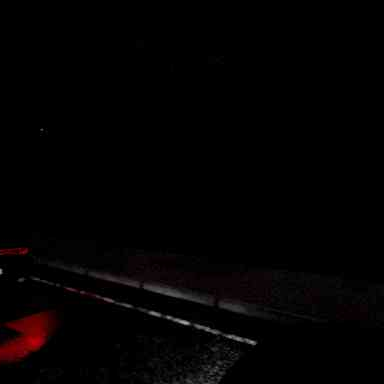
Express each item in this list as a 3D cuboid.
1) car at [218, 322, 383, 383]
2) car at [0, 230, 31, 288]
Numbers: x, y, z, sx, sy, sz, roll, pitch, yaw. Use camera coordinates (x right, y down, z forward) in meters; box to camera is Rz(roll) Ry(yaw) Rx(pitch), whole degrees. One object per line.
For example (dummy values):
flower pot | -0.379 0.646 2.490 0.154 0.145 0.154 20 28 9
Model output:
car | 2.688 1.552 1.756 5.357 1.411 2.033 0 0 36
car | -5.919 1.439 8.007 5.008 1.535 1.882 0 0 35
